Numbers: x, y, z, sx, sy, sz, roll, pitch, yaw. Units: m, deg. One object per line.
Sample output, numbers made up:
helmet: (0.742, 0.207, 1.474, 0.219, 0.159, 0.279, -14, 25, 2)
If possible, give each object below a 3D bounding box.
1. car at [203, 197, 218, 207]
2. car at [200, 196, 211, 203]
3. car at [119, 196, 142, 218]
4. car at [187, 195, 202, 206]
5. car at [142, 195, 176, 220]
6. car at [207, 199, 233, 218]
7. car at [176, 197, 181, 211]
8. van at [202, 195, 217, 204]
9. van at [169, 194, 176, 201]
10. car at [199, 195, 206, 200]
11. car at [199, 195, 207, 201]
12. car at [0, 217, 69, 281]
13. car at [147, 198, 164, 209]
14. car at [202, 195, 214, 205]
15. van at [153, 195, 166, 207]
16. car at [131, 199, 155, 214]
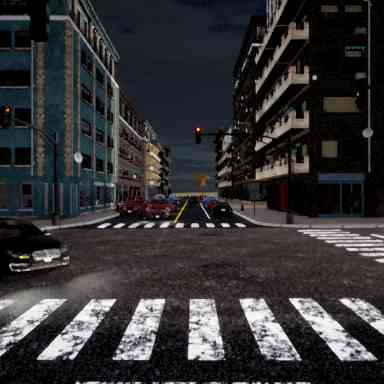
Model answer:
car: (2.717, 1.573, 41.393, 1.802, 1.307, 4.206, 0, 0, 0)
car: (2.819, 1.525, 69.153, 2.008, 1.369, 4.403, 0, 0, 0)
car: (-5.204, 1.311, 30.317, 2.192, 1.841, 5.009, 0, 0, 0)
car: (0.292, 1.489, 52.788, 1.837, 1.490, 4.892, 0, 0, 0)
car: (-2.715, 1.348, 28.292, 2.097, 1.767, 4.553, 0, 0, 0)
car: (2.676, 1.562, 30.289, 1.947, 1.339, 4.313, 0, 0, 0)
car: (-2.711, 1.484, 38.132, 2.128, 1.511, 4.902, 0, 0, 0)
van: (2.738, 1.329, 46.945, 1.690, 1.788, 3.998, 0, 0, 0)
van: (-5.000, 1.301, 85.837, 1.690, 1.788, 3.998, 0, 0, 0)
car: (2.900, 1.499, 91.361, 1.887, 1.381, 4.507, 0, 0, 0)
car: (2.880, 1.504, 85.809, 1.887, 1.381, 4.507, 0, 0, 0)
car: (-5.680, 1.553, 10.013, 4.892, 1.490, 1.837, -1, -3, 36)
car: (-5.142, 1.533, 46.973, 1.887, 1.381, 4.507, 0, 0, 0)
car: (2.779, 1.421, 58.048, 1.967, 1.590, 4.097, 0, 0, 0)
van: (-5.122, 1.326, 52.525, 1.690, 1.788, 3.998, 0, 0, 0)
car: (-5.183, 1.538, 35.869, 1.887, 1.381, 4.507, 0, 0, 0)
